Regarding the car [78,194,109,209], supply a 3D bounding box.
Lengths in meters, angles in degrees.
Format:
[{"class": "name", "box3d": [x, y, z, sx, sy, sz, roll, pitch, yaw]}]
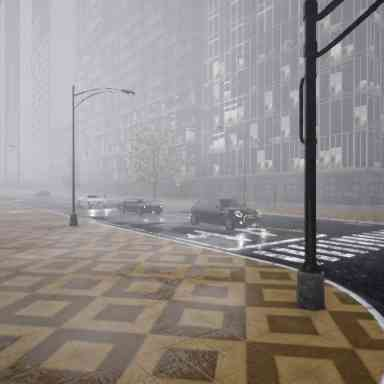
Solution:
[{"class": "car", "box3d": [-10.533, 0.910, 34.941, 1.812, 1.442, 4.674, 0, 1, -38]}]

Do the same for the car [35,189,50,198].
[{"class": "car", "box3d": [-28.630, 0.236, 63.570, 1.882, 1.535, 5.008, 0, 1, -38]}]

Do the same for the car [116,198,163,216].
[{"class": "car", "box3d": [-4.287, 1.171, 26.993, 1.895, 1.301, 4.718, 0, 1, -38]}]

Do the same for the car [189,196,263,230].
[{"class": "car", "box3d": [1.872, 1.104, 19.190, 2.097, 1.767, 4.553, 0, 1, -38]}]
